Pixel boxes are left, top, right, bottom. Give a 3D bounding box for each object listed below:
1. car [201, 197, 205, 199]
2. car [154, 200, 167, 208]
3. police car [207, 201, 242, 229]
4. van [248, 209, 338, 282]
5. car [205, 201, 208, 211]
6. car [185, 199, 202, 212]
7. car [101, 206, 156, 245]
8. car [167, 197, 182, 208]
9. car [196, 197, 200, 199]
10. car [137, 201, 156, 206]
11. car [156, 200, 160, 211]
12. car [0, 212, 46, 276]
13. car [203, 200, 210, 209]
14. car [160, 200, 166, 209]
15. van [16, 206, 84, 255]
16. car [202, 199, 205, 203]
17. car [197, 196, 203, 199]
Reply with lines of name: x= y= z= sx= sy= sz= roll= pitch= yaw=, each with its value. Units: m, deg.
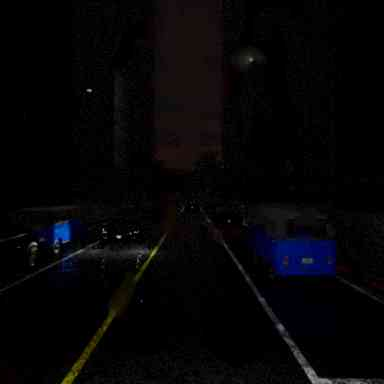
car: x=2.769 y=2.055 z=56.127 sx=1.752 sy=1.417 sz=4.829 roll=-1 pitch=0 yaw=0
car: x=-5.754 y=2.135 z=61.164 sx=1.947 sy=1.339 sz=4.313 roll=-1 pitch=0 yaw=0
police car: x=2.373 y=1.661 z=23.766 sx=1.930 sy=1.638 sz=5.238 roll=0 pitch=-1 yaw=0
van: x=2.790 y=1.441 z=9.879 sx=1.690 sy=1.788 sz=3.998 roll=-1 pitch=-1 yaw=0
car: x=2.763 y=1.911 z=35.146 sx=1.947 sy=1.339 sz=4.313 roll=-1 pitch=-1 yaw=0
car: x=0.035 y=2.002 z=45.378 sx=1.994 sy=1.385 sz=4.181 roll=0 pitch=0 yaw=0
car: x=-3.095 y=1.668 z=16.516 sx=1.837 sy=1.490 sz=4.892 roll=0 pitch=0 yaw=0
car: x=-2.983 y=2.149 z=61.272 sx=2.033 sy=1.411 sz=5.357 roll=0 pitch=0 yaw=0
car: x=0.019 y=2.037 z=56.493 sx=1.837 sy=1.490 sz=4.892 roll=0 pitch=0 yaw=0
car: x=-5.761 y=1.930 z=39.653 sx=1.887 sy=1.381 sz=4.507 roll=-1 pitch=-1 yaw=0
car: x=-5.759 y=2.016 z=45.029 sx=1.802 sy=1.307 sz=4.206 roll=-1 pitch=-1 yaw=0
car: x=-5.772 y=1.528 z=8.683 sx=1.967 sy=1.590 sz=4.097 roll=-1 pitch=-1 yaw=0
car: x=2.765 y=1.959 z=40.350 sx=1.947 sy=1.339 sz=4.313 roll=-1 pitch=-1 yaw=0
car: x=-5.756 y=2.077 z=55.785 sx=2.008 sy=1.369 sz=4.403 roll=-1 pitch=0 yaw=0
van: x=-5.771 y=1.477 z=13.570 sx=1.690 sy=1.788 sz=3.998 roll=-1 pitch=-1 yaw=0
car: x=2.766 y=1.990 z=45.552 sx=2.008 sy=1.369 sz=4.403 roll=-1 pitch=0 yaw=0
car: x=2.780 y=2.297 z=88.310 sx=1.752 sy=1.417 sz=4.829 roll=-1 pitch=0 yaw=0
